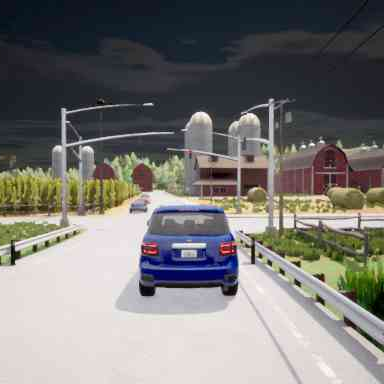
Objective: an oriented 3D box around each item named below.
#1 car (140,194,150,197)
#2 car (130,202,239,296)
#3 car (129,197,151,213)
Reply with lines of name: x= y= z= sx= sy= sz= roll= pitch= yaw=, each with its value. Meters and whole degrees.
car: x=-7.962 y=1.145 z=56.229 sx=2.097 sy=1.767 sz=4.553 roll=0 pitch=1 yaw=-7
car: x=-0.106 y=1.367 z=9.096 sx=2.150 sy=2.045 sz=5.566 roll=0 pitch=-2 yaw=-1
car: x=-5.940 y=1.611 z=37.706 sx=1.812 sy=1.442 sz=4.674 roll=0 pitch=1 yaw=-2
